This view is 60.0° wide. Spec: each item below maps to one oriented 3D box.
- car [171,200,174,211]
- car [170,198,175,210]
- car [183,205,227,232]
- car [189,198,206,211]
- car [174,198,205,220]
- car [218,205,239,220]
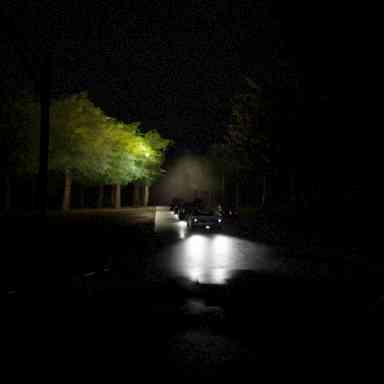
[{"bbox_3d":[-1.173,2.032,40.967,1.994,1.385,4.181,2,-1,-6],"label":"car"},{"bbox_3d":[-2.247,1.895,51.375,2.150,2.045,5.566,2,-2,-6],"label":"car"},{"bbox_3d":[0.713,1.814,22.003,1.895,1.301,4.718,2,-1,-6],"label":"car"},{"bbox_3d":[0.806,2.110,56.063,2.150,2.045,5.566,2,-1,-6],"label":"car"},{"bbox_3d":[-0.204,1.680,31.062,2.097,1.767,4.553,2,-1,-6],"label":"car"},{"bbox_3d":[3.273,2.008,33.080,2.033,1.411,5.357,2,-1,-6],"label":"car"}]
